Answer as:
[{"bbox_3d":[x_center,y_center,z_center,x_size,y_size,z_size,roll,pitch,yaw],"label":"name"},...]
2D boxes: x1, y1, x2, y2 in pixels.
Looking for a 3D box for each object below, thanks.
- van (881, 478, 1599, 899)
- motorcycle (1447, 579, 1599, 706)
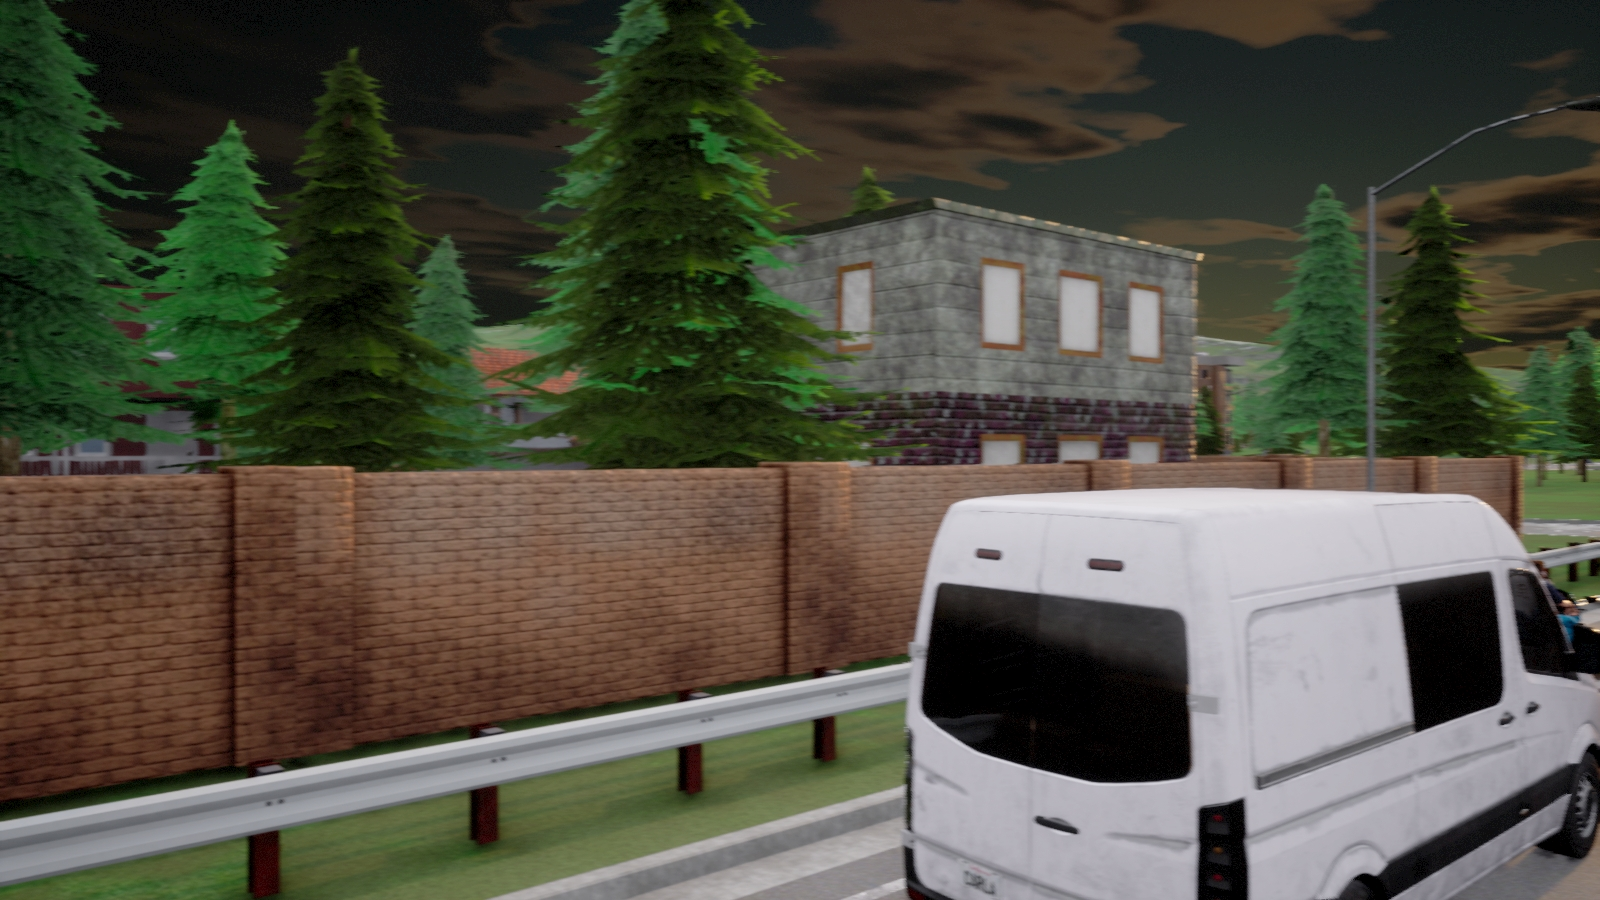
[{"bbox_3d":[3.330,1.529,7.347,5.915,2.561,1.988,0,0,-41],"label":"van"},{"bbox_3d":[8.504,2.180,13.226,2.033,1.199,0.803,0,-1,-28],"label":"motorcycle"}]
